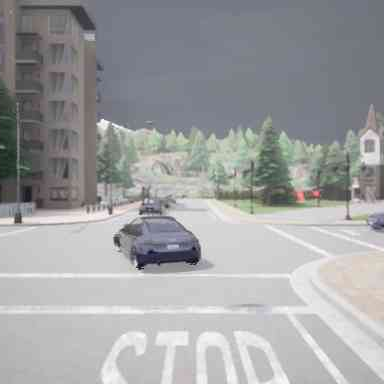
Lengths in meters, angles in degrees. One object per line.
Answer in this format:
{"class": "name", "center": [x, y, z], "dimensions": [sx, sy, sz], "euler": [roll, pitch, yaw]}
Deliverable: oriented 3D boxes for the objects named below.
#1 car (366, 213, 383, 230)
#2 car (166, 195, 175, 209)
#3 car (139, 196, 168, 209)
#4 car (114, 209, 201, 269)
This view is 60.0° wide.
{"class": "car", "center": [11.901, 1.407, 17.872], "dimensions": [4.674, 1.442, 1.812], "euler": [0, 0, -1]}
{"class": "car", "center": [-3.585, 1.244, 40.579], "dimensions": [2.033, 1.411, 5.357], "euler": [0, 0, 0]}
{"class": "car", "center": [-3.575, 1.337, 30.289], "dimensions": [1.994, 1.385, 4.181], "euler": [0, 0, 1]}
{"class": "car", "center": [-1.288, 1.488, 11.156], "dimensions": [1.994, 1.385, 4.181], "euler": [0, 0, -22]}
